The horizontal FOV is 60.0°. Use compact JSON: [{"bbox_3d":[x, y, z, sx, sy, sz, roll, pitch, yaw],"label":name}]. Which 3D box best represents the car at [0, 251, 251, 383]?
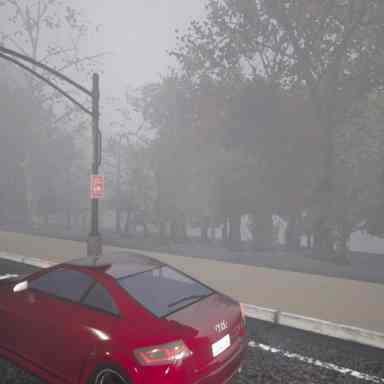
[{"bbox_3d":[-1.328,1.563,4.629,4.181,1.385,1.994,0,0,35],"label":"car"}]
